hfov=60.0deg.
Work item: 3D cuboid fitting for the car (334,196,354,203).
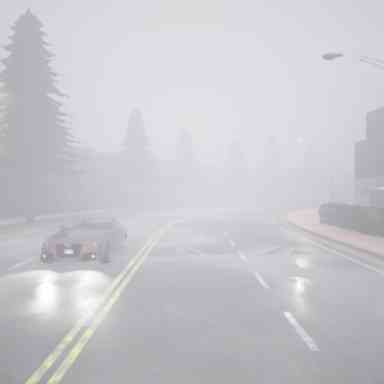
[{"bbox_3d":[28.569,1.376,61.706,5.357,1.411,2.033,0,0,-22],"label":"car"}]

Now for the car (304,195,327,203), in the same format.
[{"bbox_3d":[23.622,1.339,63.484,4.674,1.442,1.812,0,0,-23],"label":"car"}]

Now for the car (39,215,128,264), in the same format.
[{"bbox_3d":[-3.526,1.531,11.573,1.994,1.385,4.181,0,0,1],"label":"car"}]
